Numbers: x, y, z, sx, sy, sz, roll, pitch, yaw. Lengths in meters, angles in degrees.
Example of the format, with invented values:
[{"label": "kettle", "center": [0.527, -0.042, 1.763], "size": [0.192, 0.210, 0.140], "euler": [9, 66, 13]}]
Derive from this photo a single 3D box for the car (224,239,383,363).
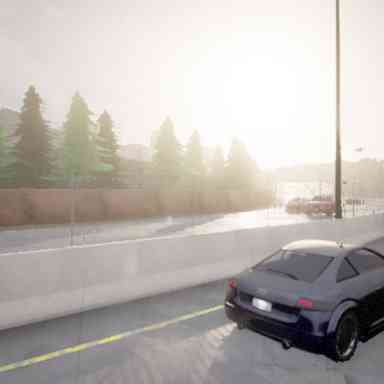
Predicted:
[{"label": "car", "center": [2.561, 1.571, 5.996], "size": [4.181, 1.385, 1.994], "euler": [0, 0, -39]}]
